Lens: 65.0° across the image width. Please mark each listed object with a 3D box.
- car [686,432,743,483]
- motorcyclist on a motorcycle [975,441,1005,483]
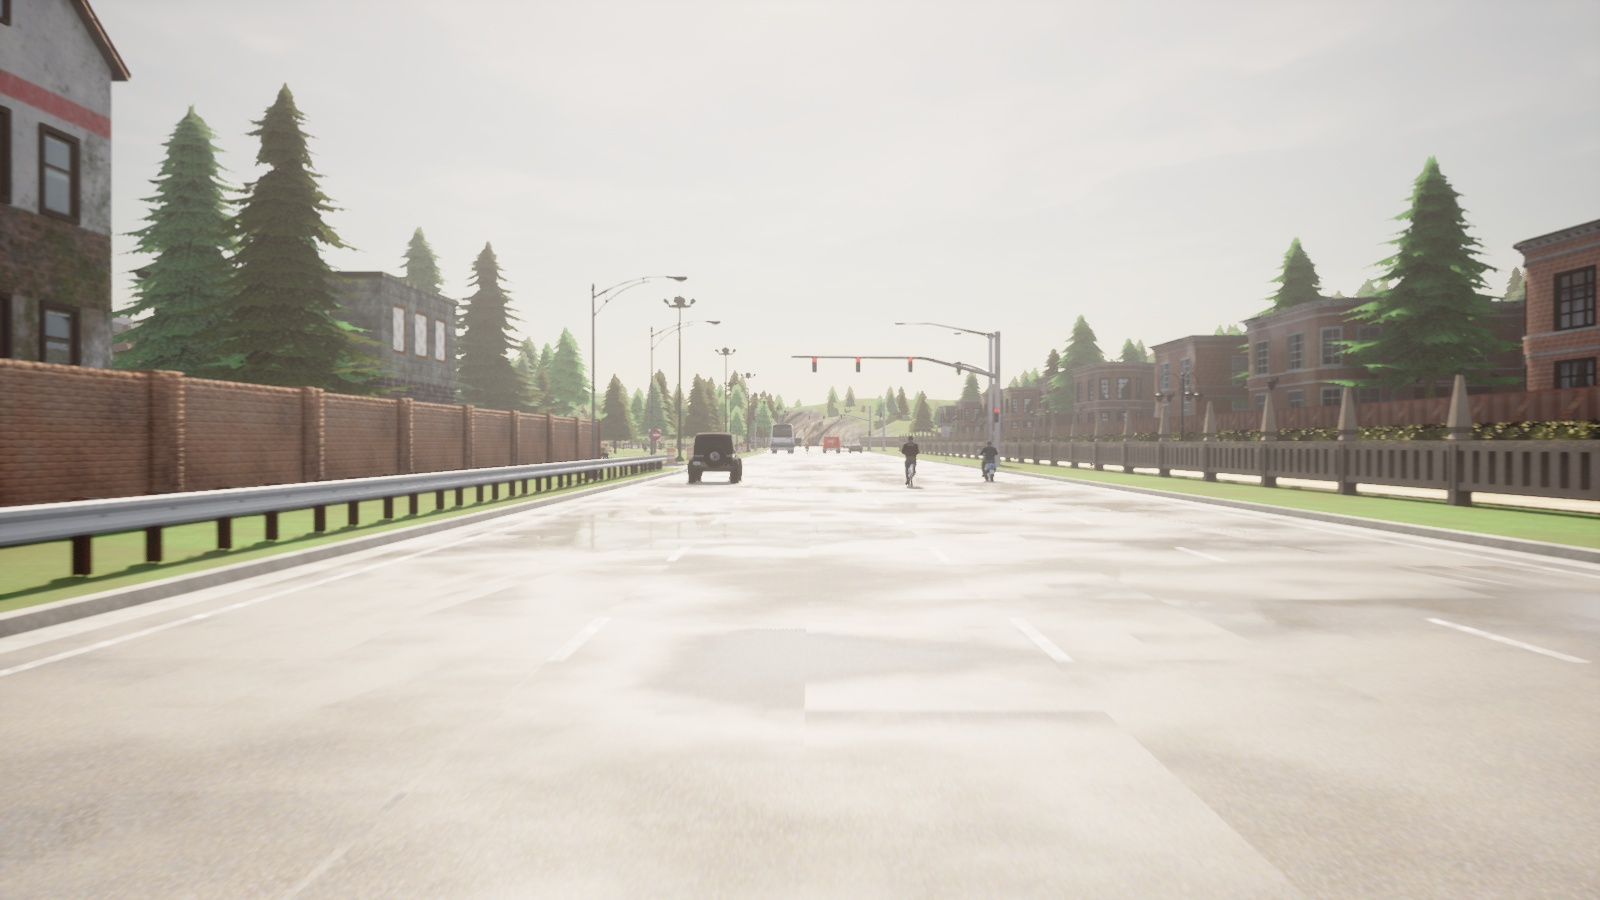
[{"bbox_3d":[-3.213,0.272,47.762,1.905,1.878,3.866,0,0,0],"label":"car"},{"bbox_3d":[7.290,0.435,48.301,0.866,1.590,1.817,0,0,0],"label":"motorcyclist on a motorcycle"}]
